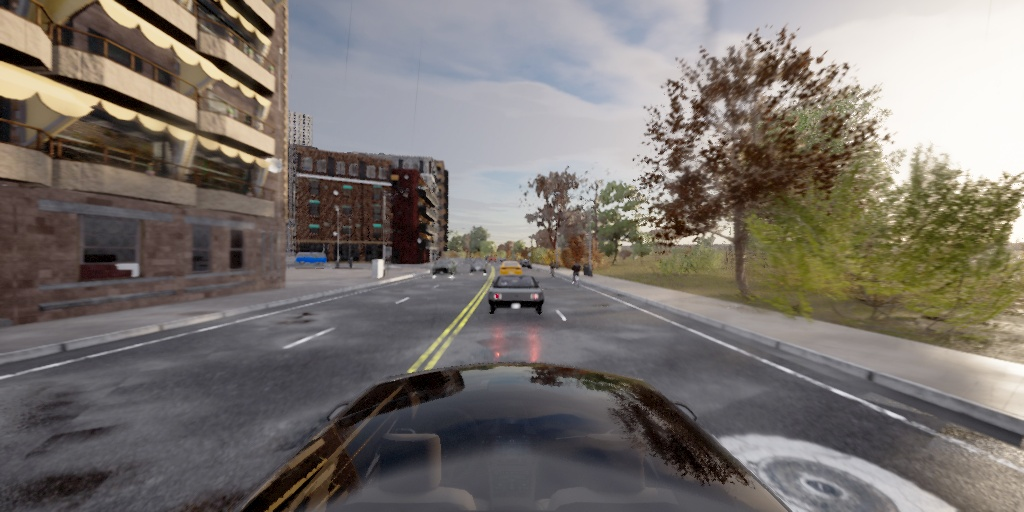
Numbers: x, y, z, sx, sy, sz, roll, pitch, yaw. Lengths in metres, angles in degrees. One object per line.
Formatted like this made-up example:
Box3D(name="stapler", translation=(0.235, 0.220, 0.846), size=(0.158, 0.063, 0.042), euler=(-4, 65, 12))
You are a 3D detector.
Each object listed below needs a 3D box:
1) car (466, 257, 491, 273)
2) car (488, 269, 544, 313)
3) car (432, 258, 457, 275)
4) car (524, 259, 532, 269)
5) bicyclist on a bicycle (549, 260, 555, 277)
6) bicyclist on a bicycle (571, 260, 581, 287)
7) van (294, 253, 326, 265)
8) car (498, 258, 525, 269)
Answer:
Box3D(name="car", translation=(-3.867, 1.215, 42.155), size=(2.128, 1.511, 4.902), euler=(0, 0, -2))
Box3D(name="car", translation=(0.131, 1.355, 13.977), size=(1.895, 1.301, 4.718), euler=(0, 0, 0))
Box3D(name="car", translation=(-6.972, 1.051, 37.483), size=(2.097, 1.767, 4.553), euler=(0, 0, -2))
Box3D(name="car", translation=(1.978, 1.266, 56.406), size=(1.837, 1.490, 4.892), euler=(0, 0, -4))
Box3D(name="bicyclist on a bicycle", translation=(3.838, 1.234, 34.127), size=(0.582, 1.620, 1.656), euler=(0, 0, -2))
Box3D(name="bicyclist on a bicycle", translation=(4.095, 1.156, 23.062), size=(0.659, 1.776, 1.843), euler=(0, 0, -1))
Box3D(name="van", translation=(-28.785, 0.429, 51.369), size=(3.998, 1.789, 1.690), euler=(0, 0, -32))
Box3D(name="car", translation=(-0.151, 1.230, 32.068), size=(1.882, 1.535, 5.008), euler=(0, 0, -2))
